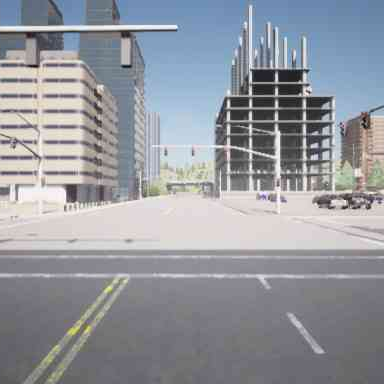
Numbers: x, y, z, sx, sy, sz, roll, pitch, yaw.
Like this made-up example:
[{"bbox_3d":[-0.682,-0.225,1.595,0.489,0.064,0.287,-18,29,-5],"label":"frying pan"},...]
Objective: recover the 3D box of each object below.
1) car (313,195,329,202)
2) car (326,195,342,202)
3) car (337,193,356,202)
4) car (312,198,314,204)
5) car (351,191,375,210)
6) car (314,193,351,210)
[{"bbox_3d":[27.894,1.364,72.179,1.970,1.475,3.806,0,0,0],"label":"car"},{"bbox_3d":[30.789,1.333,72.188,1.784,1.438,3.905,0,0,0],"label":"car"},{"bbox_3d":[33.472,1.123,72.247,1.932,1.855,4.605,0,0,0],"label":"car"},{"bbox_3d":[22.175,1.361,57.059,1.970,1.475,3.806,0,0,0],"label":"car"},{"bbox_3d":[19.526,1.119,39.583,1.905,1.878,3.866,0,0,0],"label":"car"},{"bbox_3d":[16.632,1.116,39.628,1.932,1.855,4.605,0,0,0],"label":"car"}]
